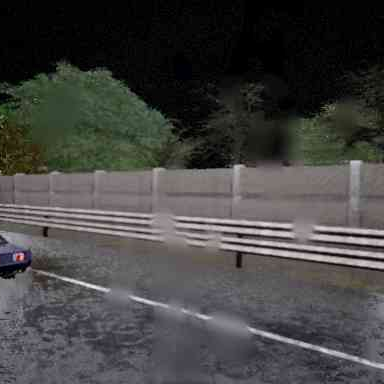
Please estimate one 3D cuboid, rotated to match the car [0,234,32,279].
[{"bbox_3d":[-6.122,1.483,8.358,4.718,1.301,1.895,1,1,35],"label":"car"}]
